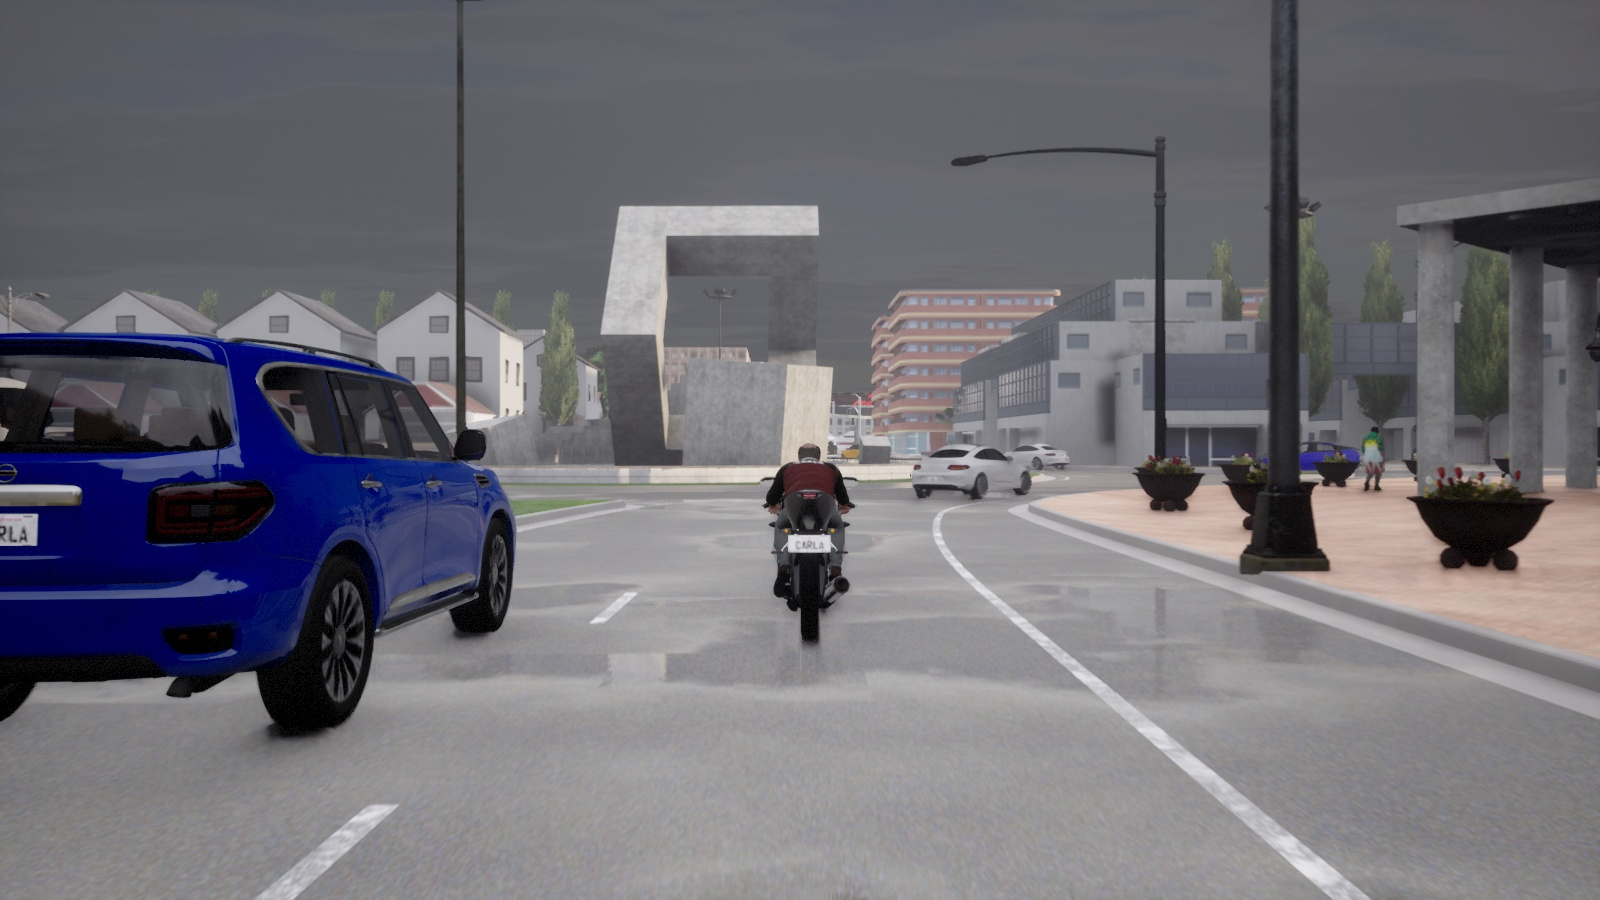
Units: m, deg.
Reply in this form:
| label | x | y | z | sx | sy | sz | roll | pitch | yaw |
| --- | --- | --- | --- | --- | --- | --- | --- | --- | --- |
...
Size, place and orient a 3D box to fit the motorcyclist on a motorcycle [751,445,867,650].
| label | x | y | z | sx | sy | sz | roll | pitch | yaw |
| --- | --- | --- | --- | --- | --- | --- | --- | --- | --- |
| motorcyclist on a motorcycle | 0.078 | 0.722 | 10.478 | 0.866 | 1.530 | 2.191 | 0 | 0 | 0 |

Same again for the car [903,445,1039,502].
| label | x | y | z | sx | sy | sz | roll | pitch | yaw |
| --- | --- | --- | --- | --- | --- | --- | --- | --- | --- |
| car | 4.736 | 0.583 | 34.263 | 1.812 | 1.442 | 4.674 | 0 | 0 | 34 |

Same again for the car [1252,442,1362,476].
| label | x | y | z | sx | sy | sz | roll | pitch | yaw |
| --- | --- | --- | --- | --- | --- | --- | --- | --- | --- |
| car | 23.501 | 0.383 | 58.361 | 4.514 | 1.525 | 2.007 | 0 | 0 | 14 |

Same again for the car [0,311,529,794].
| label | x | y | z | sx | sy | sz | roll | pitch | yaw |
| --- | --- | --- | --- | --- | --- | --- | --- | --- | --- |
| car | -3.438 | 0.417 | 8.100 | 2.150 | 2.045 | 5.566 | 0 | 0 | 0 |

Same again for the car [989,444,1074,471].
| label | x | y | z | sx | sy | sz | roll | pitch | yaw |
| --- | --- | --- | --- | --- | --- | --- | --- | --- | --- |
| car | 12.628 | 0.395 | 68.661 | 1.812 | 1.442 | 4.674 | 0 | 0 | -34 |

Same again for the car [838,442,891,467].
| label | x | y | z | sx | sy | sz | roll | pitch | yaw |
| --- | --- | --- | --- | --- | --- | --- | --- | --- | --- |
| car | 4.167 | 0.264 | 82.237 | 1.882 | 1.535 | 5.008 | 0 | 0 | -17 |

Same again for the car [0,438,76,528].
| label | x | y | z | sx | sy | sz | roll | pitch | yaw |
| --- | --- | --- | --- | --- | --- | --- | --- | --- | --- |
| car | -14.761 | 0.556 | 22.261 | 2.007 | 1.525 | 4.514 | 0 | 0 | -11 |

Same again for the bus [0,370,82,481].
| label | x | y | z | sx | sy | sz | roll | pitch | yaw |
| --- | --- | --- | --- | --- | --- | --- | --- | --- | --- |
| bus | -34.924 | -0.941 | 50.135 | 10.273 | 4.253 | 3.944 | 0 | 0 | 1 |

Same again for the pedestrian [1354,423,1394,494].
| label | x | y | z | sx | sy | sz | roll | pitch | yaw |
| --- | --- | --- | --- | --- | --- | --- | --- | --- | --- |
| pedestrian | 15.943 | 0.224 | 34.863 | 0.873 | 1.952 | 0.659 | 0 | 0 | -35 |
